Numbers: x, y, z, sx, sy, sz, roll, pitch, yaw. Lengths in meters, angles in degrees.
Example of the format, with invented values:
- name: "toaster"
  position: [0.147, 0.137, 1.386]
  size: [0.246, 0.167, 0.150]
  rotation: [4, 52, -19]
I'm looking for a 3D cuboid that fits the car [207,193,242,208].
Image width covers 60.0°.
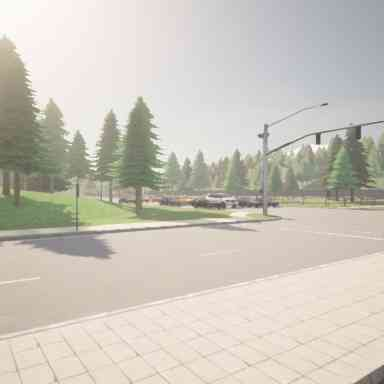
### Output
- name: "car"
  position: [4.124, 1.221, 47.298]
  size: [2.150, 2.045, 5.566]
  rotation: [0, 0, -34]

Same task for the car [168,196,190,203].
- name: "car"
  position: [-2.866, 1.547, 69.557]
  size: [2.033, 1.411, 5.357]
  rotation: [0, 0, -35]

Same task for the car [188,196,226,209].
- name: "car"
  position: [1.937, 1.600, 44.308]
  size: [1.895, 1.301, 4.718]
  rotation: [0, 0, -35]

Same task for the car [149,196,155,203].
- name: "car"
  position: [-6.324, 1.351, 68.373]
  size: [2.097, 1.767, 4.553]
  rotation: [0, 0, -35]

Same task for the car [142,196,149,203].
- name: "car"
  position: [-10.323, 1.477, 67.979]
  size: [1.882, 1.535, 5.008]
  rotation: [0, 0, -35]

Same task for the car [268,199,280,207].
- name: "car"
  position: [10.608, 1.547, 50.244]
  size: [2.033, 1.411, 5.357]
  rotation: [0, 0, -35]

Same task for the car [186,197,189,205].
- name: "car"
  position: [-1.488, 1.477, 55.271]
  size: [1.882, 1.535, 5.008]
  rotation: [0, 0, -35]

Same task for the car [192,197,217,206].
- name: "car"
  position: [2.055, 1.600, 56.324]
  size: [1.895, 1.301, 4.718]
  rotation: [0, 0, -35]

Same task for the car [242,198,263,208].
- name: "car"
  position: [7.682, 1.547, 48.315]
  size: [2.033, 1.411, 5.357]
  rotation: [0, 0, -35]

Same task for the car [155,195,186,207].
- name: "car"
  position: [-3.437, 1.503, 51.954]
  size: [1.837, 1.490, 4.892]
  rotation: [0, 0, -35]

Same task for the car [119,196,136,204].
- name: "car"
  position: [-12.632, 1.547, 65.145]
  size: [2.033, 1.411, 5.357]
  rotation: [0, 0, -35]
